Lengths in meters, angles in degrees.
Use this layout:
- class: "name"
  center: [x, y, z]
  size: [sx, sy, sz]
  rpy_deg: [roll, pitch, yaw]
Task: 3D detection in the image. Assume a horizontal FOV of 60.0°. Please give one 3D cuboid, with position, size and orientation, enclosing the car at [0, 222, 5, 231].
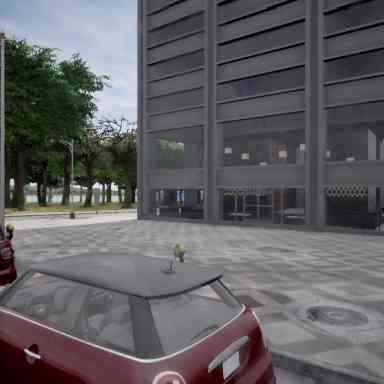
- class: "car"
  center: [-5.686, 1.315, 7.010]
  size: [5.009, 1.841, 2.192]
  rpy_deg: [0, 0, 35]

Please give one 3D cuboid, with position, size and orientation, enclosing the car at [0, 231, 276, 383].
- class: "car"
  center: [-1.257, 1.440, 3.855]
  size: [4.097, 1.590, 1.967]
  rpy_deg: [0, 0, 35]
